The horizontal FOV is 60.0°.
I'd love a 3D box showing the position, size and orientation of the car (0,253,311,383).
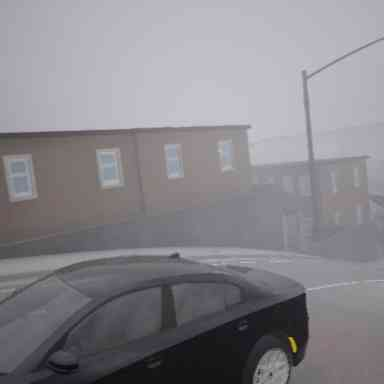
[{"bbox_3d":[-0.872,1.483,3.409,5.008,1.535,1.882,0,0,-36],"label":"car"}]
